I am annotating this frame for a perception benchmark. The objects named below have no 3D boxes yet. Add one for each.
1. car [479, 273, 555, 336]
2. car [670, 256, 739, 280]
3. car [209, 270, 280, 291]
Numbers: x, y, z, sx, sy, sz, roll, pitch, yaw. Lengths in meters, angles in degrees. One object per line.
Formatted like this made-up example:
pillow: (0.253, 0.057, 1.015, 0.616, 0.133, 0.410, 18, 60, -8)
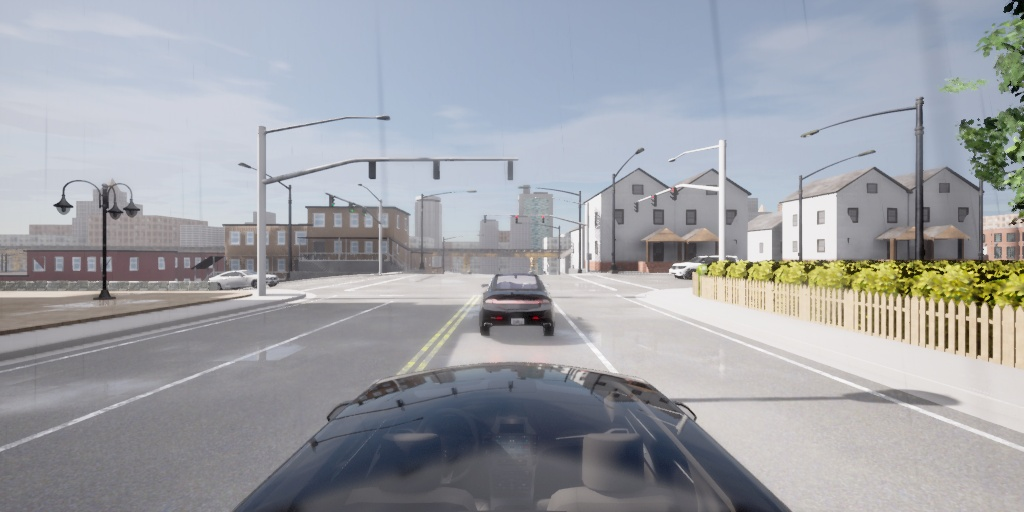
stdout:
car: (0.118, 1.242, 10.394, 2.128, 1.511, 4.902, 0, 0, 0)
car: (16.412, 0.973, 30.427, 5.566, 2.045, 2.150, 0, 0, -1)
car: (-19.659, 1.742, 26.266, 4.674, 1.442, 1.812, -4, 0, 1)
